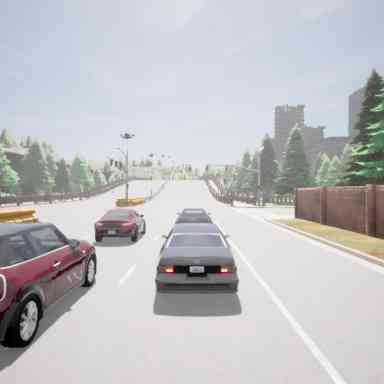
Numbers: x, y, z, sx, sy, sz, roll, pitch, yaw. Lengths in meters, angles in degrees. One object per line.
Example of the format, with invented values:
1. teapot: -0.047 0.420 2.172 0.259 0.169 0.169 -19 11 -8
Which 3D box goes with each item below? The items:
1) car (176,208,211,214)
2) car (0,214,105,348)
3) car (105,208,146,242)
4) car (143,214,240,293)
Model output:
1. car: 0.101 1.564 18.205 1.994 1.385 4.181 0 0 0
2. car: -3.401 1.352 6.456 2.097 1.767 4.553 0 0 0
3. car: -3.402 1.526 16.255 1.812 1.442 4.674 0 0 -1
4. car: 0.100 1.547 8.965 2.033 1.411 5.357 0 0 0
